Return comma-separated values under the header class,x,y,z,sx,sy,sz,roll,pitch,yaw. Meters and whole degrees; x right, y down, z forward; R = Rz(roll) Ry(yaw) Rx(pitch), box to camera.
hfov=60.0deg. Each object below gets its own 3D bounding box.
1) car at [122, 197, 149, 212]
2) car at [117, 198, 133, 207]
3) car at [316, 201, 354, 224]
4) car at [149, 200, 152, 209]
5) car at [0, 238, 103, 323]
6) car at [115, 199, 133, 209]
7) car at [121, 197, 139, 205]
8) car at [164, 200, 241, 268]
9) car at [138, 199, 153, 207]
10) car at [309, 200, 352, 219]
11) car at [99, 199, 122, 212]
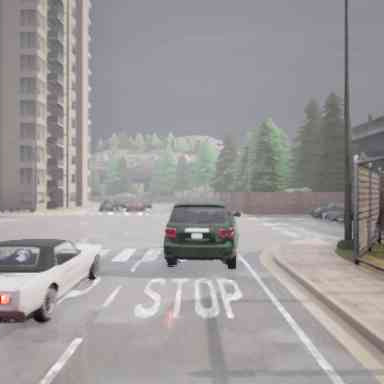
class,x,y,z,sx,sy,sz,roll,pitch,yaw
car,-7.097,1.618,42.501,2.097,1.767,4.553,0,0,0
car,-12.691,1.939,62.840,2.033,1.411,5.357,0,0,-21
car,12.915,1.712,26.470,4.902,1.511,2.128,0,0,0
car,-7.243,1.872,51.974,2.033,1.411,5.357,0,0,-2
car,-3.400,1.647,7.238,1.895,1.301,4.718,0,0,0
car,-10.731,1.876,52.615,2.033,1.411,5.357,0,0,-3
car,-13.320,1.942,71.084,1.837,1.490,4.892,0,0,-37
car,0.521,1.298,11.758,2.150,2.045,5.566,0,0,8
car,-8.699,1.986,61.815,1.895,1.301,4.718,0,0,-17
car,12.956,1.595,29.970,4.553,1.767,2.097,0,0,0
car,-10.593,1.773,42.877,1.837,1.490,4.892,0,0,0
